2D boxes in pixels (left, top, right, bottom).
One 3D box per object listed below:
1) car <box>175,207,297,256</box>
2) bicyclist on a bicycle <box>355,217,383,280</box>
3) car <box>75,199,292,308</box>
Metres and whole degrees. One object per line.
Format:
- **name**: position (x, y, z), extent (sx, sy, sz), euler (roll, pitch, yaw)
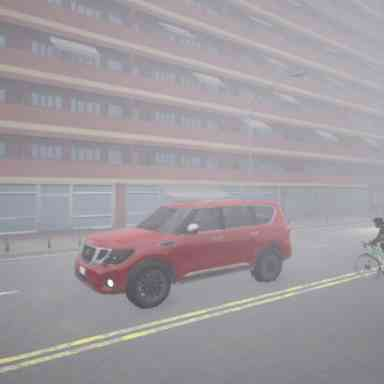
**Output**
- **car**: position (1.947, 1.478, 13.756), extent (5.008, 1.535, 1.882), euler (0, 0, -34)
- **bicyclist on a bicycle**: position (4.775, 1.455, 8.174), extent (0.582, 1.620, 1.656), euler (0, -2, -34)
- **car**: position (0.080, 1.221, 8.257), extent (5.566, 2.045, 2.150), euler (0, 0, -34)
